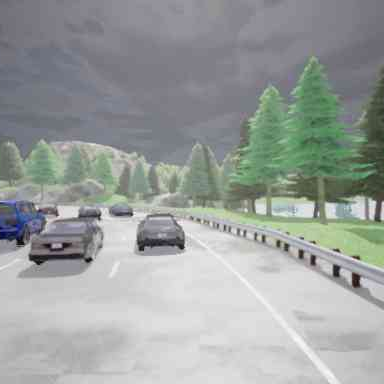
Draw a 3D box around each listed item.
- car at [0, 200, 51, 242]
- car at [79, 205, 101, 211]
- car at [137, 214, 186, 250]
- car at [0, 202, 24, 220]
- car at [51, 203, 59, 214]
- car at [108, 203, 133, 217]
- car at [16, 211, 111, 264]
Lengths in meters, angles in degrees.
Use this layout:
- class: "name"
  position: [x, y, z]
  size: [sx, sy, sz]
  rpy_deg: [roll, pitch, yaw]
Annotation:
- class: "car"
  position: [-8.665, 1.401, 15.986]
  size: [2.150, 2.045, 5.566]
  rpy_deg: [0, 0, -11]
- class: "car"
  position: [-9.577, 1.891, 31.056]
  size: [1.895, 1.301, 4.718]
  rpy_deg: [0, 0, -21]
- class: "car"
  position: [-1.475, 1.681, 15.017]
  size: [1.994, 1.385, 4.181]
  rpy_deg: [0, 0, -9]
- class: "car"
  position: [-18.501, 1.872, 34.121]
  size: [2.128, 1.511, 4.902]
  rpy_deg: [0, 0, -25]
- class: "car"
  position: [-15.514, 1.895, 35.956]
  size: [1.812, 1.442, 4.674]
  rpy_deg: [0, 0, -25]
- class: "car"
  position: [-7.654, 1.871, 35.520]
  size: [1.994, 1.385, 4.181]
  rpy_deg: [0, 0, -24]
- class: "car"
  position: [-4.402, 1.668, 12.365]
  size: [2.033, 1.411, 5.357]
  rpy_deg: [0, 0, -9]
